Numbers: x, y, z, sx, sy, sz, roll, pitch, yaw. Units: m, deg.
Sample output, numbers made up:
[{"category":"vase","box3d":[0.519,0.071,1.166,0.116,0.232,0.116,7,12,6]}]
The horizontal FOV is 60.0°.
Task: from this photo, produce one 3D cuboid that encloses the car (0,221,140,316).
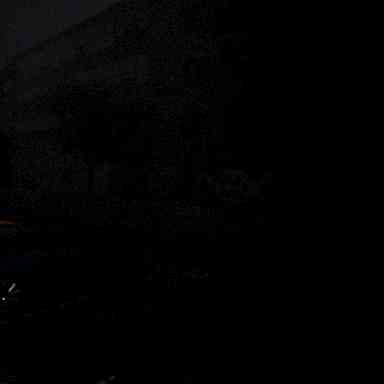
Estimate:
[{"category":"car","box3d":[-3.310,1.490,7.678,2.163,1.488,4.792,0,0,35]}]
